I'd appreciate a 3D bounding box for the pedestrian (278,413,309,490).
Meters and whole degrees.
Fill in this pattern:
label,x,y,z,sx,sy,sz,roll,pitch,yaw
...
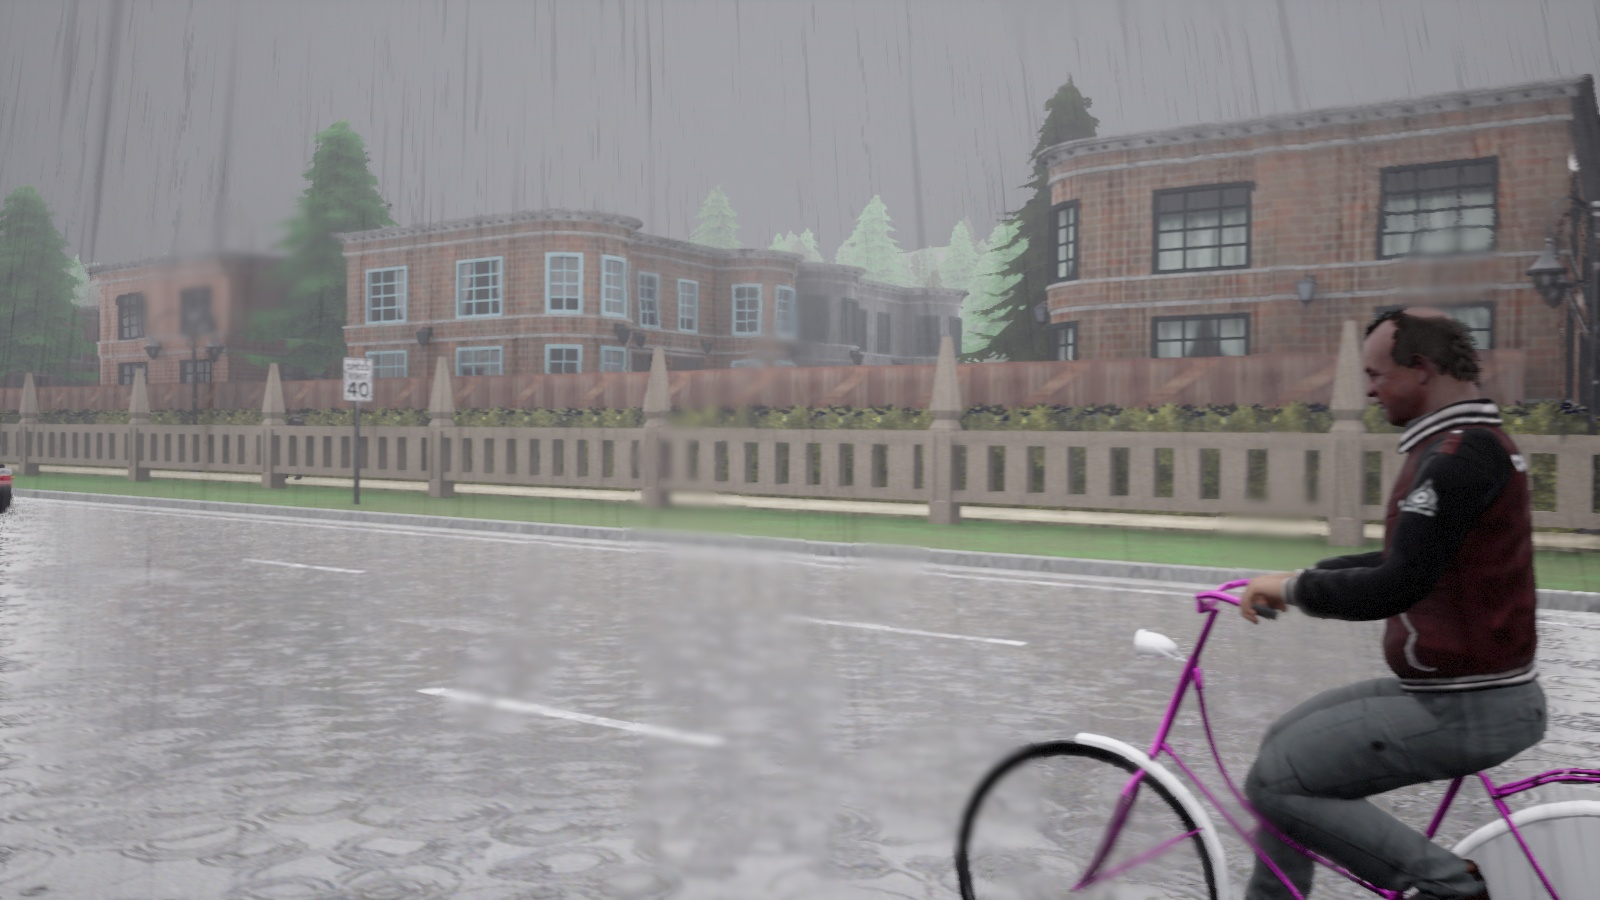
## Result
label,x,y,z,sx,sy,sz,roll,pitch,yaw
pedestrian,-12.378,0.034,30.688,0.720,1.854,0.376,0,1,40

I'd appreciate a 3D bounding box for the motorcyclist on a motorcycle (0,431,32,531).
label,x,y,z,sx,sy,sz,roll,pitch,yaw
motorcyclist on a motorcycle,-14.094,0.517,21.389,2.350,1.649,0.766,0,1,34

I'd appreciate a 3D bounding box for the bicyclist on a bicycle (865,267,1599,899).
label,x,y,z,sx,sy,sz,roll,pitch,yaw
bicyclist on a bicycle,1.116,0.552,2.879,1.843,1.776,0.659,0,1,34
